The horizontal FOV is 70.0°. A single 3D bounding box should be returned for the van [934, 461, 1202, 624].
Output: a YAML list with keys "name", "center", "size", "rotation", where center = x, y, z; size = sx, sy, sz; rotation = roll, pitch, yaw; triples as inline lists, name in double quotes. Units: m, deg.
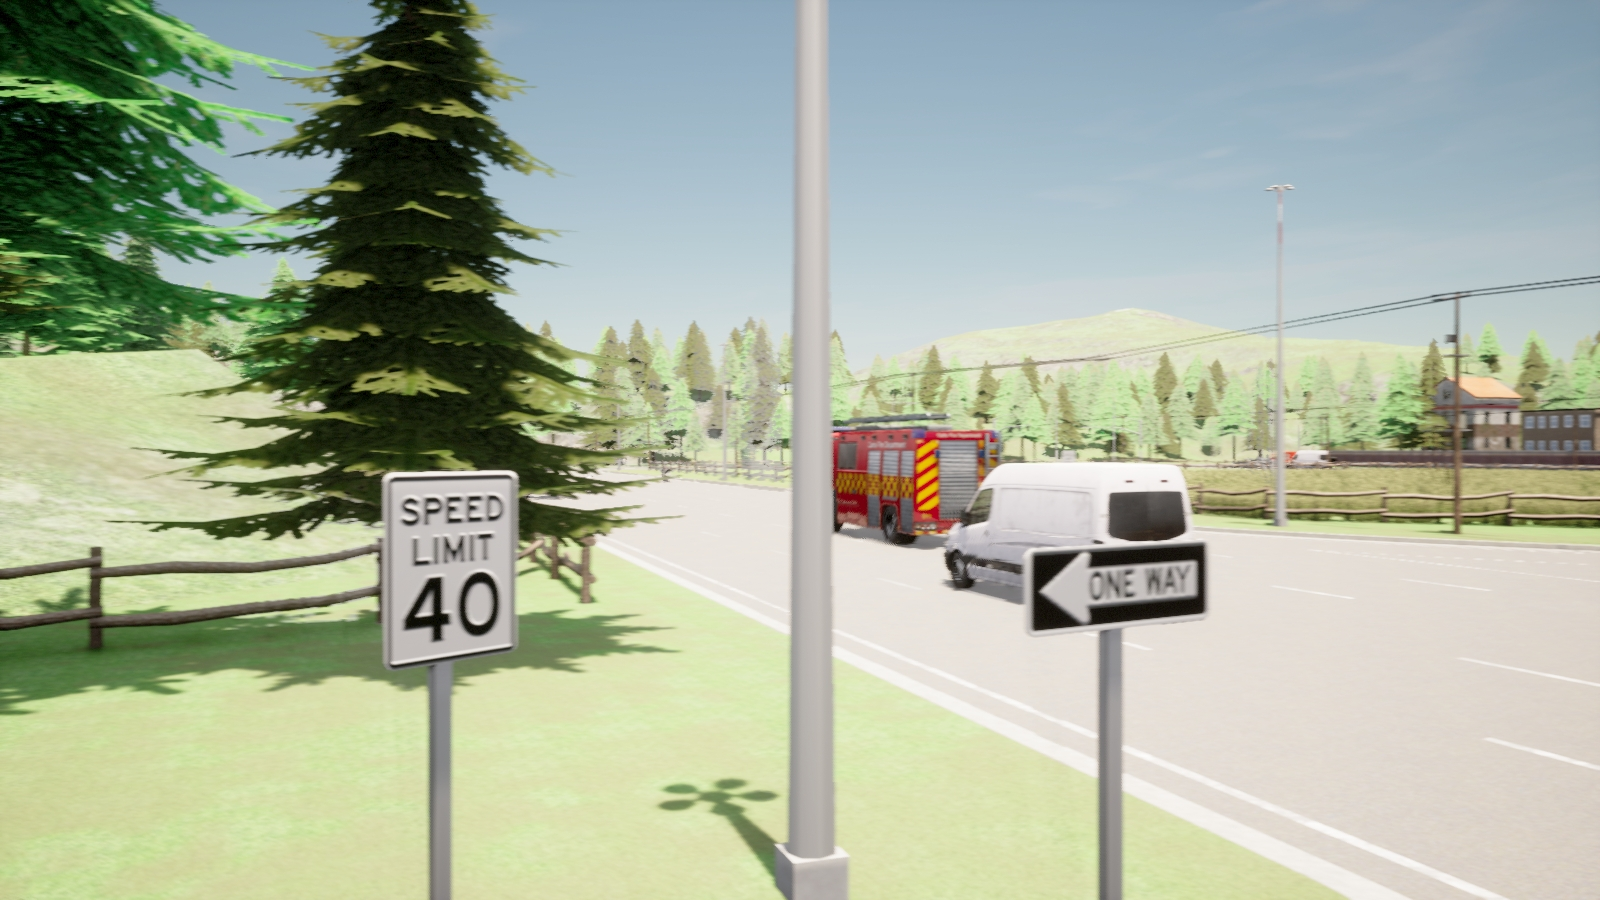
- name: "van"
  center: [4.748, 1.514, 21.452]
  size: [1.988, 2.561, 5.915]
  rotation: [0, 0, -20]

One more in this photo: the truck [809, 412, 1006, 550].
- name: "truck"
  center: [3.123, 0.858, 36.297]
  size: [2.891, 3.827, 8.468]
  rotation: [0, 0, -20]
